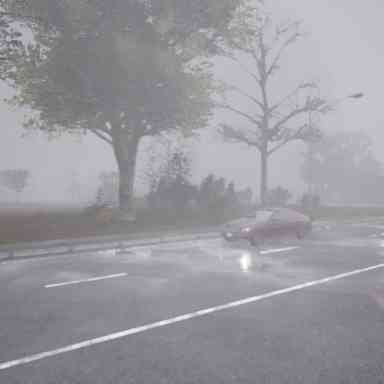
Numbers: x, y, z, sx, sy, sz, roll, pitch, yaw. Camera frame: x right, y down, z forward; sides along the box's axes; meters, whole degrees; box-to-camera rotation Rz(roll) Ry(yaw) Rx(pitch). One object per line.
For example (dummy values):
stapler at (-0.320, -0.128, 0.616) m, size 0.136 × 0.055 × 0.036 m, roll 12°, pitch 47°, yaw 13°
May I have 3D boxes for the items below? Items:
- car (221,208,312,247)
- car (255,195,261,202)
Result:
car at (3.441, 1.453, 14.830) m, size 4.674 × 1.442 × 1.812 m, roll 0°, pitch 0°, yaw -34°
car at (14.916, 1.324, 68.706) m, size 1.837 × 1.490 × 4.892 m, roll 0°, pitch 0°, yaw -23°
